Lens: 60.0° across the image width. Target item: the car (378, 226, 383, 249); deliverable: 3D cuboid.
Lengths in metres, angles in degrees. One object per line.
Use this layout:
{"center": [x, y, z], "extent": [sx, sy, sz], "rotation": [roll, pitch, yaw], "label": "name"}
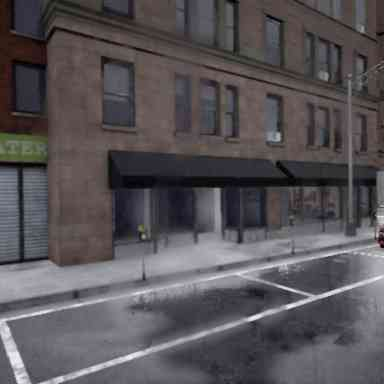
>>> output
{"center": [8.990, 1.464, 12.961], "extent": [4.507, 1.381, 1.887], "rotation": [0, 0, -36], "label": "car"}
